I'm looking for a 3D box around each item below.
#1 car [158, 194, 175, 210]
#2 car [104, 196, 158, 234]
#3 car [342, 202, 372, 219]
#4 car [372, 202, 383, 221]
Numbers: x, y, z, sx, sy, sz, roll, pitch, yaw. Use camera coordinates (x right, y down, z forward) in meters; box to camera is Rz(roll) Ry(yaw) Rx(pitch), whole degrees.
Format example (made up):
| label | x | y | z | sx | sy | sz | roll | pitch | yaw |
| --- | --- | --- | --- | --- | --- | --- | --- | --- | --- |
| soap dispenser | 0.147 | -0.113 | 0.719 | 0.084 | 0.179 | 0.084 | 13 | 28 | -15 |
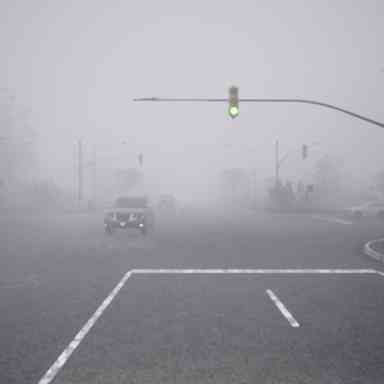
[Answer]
| label | x | y | z | sx | sy | sz | roll | pitch | yaw |
| --- | --- | --- | --- | --- | --- | --- | --- | --- | --- |
| car | -3.498 | 1.283 | 44.919 | 2.150 | 2.045 | 5.566 | 0 | 0 | 0 |
| car | -3.499 | 1.255 | 19.555 | 2.150 | 2.045 | 5.566 | 0 | 0 | 0 |
| car | 15.612 | 1.566 | 29.125 | 4.674 | 1.442 | 1.812 | 0 | 0 | -2 |
| car | 16.885 | 1.636 | 25.664 | 4.718 | 1.301 | 1.895 | 0 | 0 | -6 |
